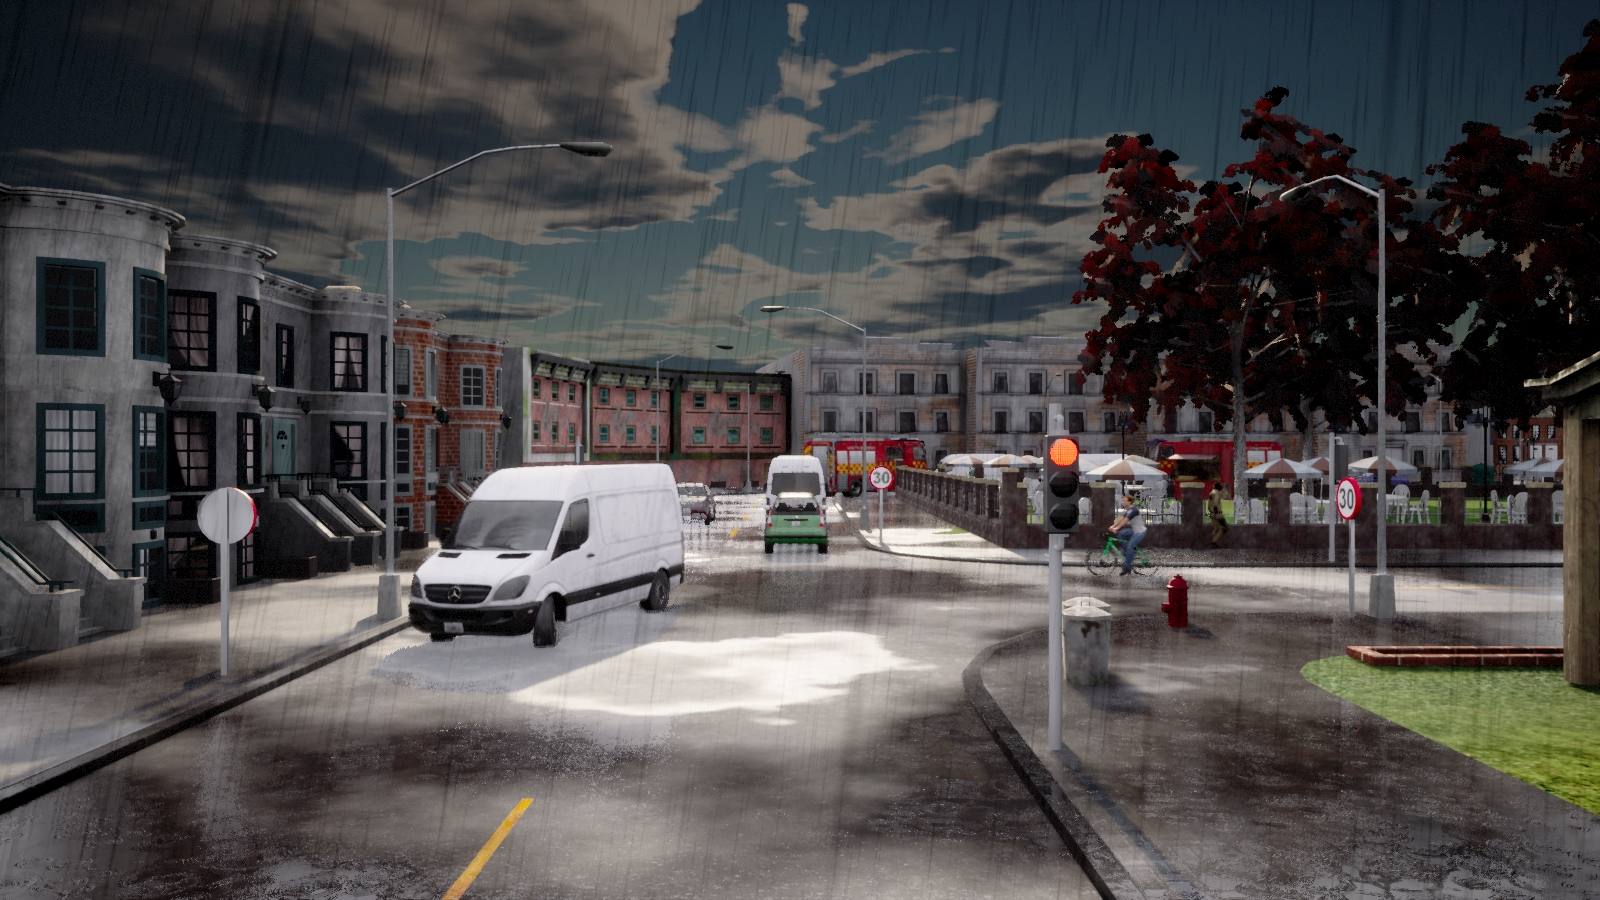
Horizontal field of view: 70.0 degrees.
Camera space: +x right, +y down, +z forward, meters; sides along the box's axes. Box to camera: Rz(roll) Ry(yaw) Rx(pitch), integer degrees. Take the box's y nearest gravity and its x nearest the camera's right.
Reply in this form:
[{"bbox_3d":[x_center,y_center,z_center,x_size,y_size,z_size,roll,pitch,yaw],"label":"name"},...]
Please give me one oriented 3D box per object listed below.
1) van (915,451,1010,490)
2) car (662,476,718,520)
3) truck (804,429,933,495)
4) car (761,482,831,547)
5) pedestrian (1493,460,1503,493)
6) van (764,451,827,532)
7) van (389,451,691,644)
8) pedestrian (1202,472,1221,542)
[{"bbox_3d":[10.550,1.314,74.428,5.915,2.561,1.988,0,0,0],"label":"van"},{"bbox_3d":[-4.154,1.806,43.645,1.789,1.549,3.705,0,0,0],"label":"car"},{"bbox_3d":[4.295,0.672,70.228,8.468,3.827,2.891,0,0,-43],"label":"truck"},{"bbox_3d":[-0.119,1.779,32.373,1.851,1.617,3.988,0,0,0],"label":"car"},{"bbox_3d":[40.206,1.524,65.801,0.375,1.860,0.375,0,0,2],"label":"pedestrian"},{"bbox_3d":[-0.147,1.315,39.074,1.988,2.561,5.915,0,0,0],"label":"van"},{"bbox_3d":[-3.838,1.314,18.326,1.988,2.561,5.915,-1,0,17],"label":"van"},{"bbox_3d":[11.005,1.517,30.554,0.375,1.860,0.375,0,0,0],"label":"pedestrian"}]
